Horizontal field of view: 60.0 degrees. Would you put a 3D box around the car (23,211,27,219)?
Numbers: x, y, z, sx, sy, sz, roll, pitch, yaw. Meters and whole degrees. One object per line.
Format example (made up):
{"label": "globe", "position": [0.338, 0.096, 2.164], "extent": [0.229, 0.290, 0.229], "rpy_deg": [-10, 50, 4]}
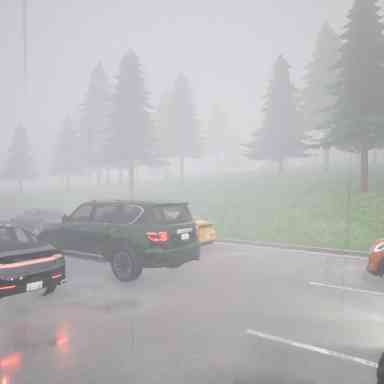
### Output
{"label": "car", "position": [-8.505, 1.564, 18.701], "extent": [4.181, 1.385, 1.994], "rpy_deg": [0, 0, 36]}

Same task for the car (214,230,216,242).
{"label": "car", "position": [-1.426, 1.478, 13.629], "extent": [5.008, 1.535, 1.882], "rpy_deg": [0, 0, 36]}

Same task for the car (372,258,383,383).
{"label": "car", "position": [3.608, 1.478, 1.408], "extent": [5.008, 1.535, 1.882], "rpy_deg": [0, 0, 36]}

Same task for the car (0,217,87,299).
{"label": "car", "position": [-4.830, 1.492, 7.455], "extent": [4.902, 1.511, 2.128], "rpy_deg": [0, 0, 36]}

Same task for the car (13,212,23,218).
{"label": "car", "position": [-10.634, 1.547, 15.921], "extent": [5.357, 1.411, 2.033], "rpy_deg": [0, 0, 35]}

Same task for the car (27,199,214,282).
{"label": "car", "position": [-2.357, 1.221, 9.990], "extent": [5.566, 2.045, 2.150], "rpy_deg": [0, 0, 35]}

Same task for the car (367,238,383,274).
{"label": "car", "position": [6.694, 1.353, 7.810], "extent": [4.553, 1.767, 2.097], "rpy_deg": [0, 0, 36]}
